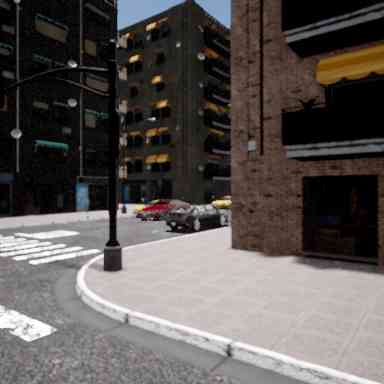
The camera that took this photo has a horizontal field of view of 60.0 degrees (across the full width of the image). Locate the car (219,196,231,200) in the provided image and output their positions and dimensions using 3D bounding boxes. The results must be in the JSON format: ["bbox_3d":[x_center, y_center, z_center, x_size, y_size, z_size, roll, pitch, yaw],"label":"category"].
[{"bbox_3d":[3.849,1.118,36.720,1.752,1.417,4.829,1,1,36],"label":"car"}]

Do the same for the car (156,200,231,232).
[{"bbox_3d":[0.347,1.337,18.486,2.008,1.369,4.403,1,1,36],"label":"car"}]

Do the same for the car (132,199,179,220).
[{"bbox_3d":[-1.889,1.277,24.605,1.812,1.442,4.674,0,1,36],"label":"car"}]

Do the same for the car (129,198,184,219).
[{"bbox_3d":[-2.815,1.259,27.543,1.752,1.417,4.829,1,1,36],"label":"car"}]
